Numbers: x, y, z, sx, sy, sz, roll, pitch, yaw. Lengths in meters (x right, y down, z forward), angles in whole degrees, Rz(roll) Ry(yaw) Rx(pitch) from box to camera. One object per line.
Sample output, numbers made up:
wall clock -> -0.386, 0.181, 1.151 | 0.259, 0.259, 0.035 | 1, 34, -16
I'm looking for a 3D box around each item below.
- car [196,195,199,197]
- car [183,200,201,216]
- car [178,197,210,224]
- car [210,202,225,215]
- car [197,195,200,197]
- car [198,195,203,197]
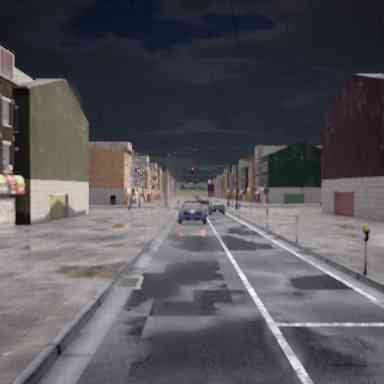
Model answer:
car -> 2.609, 2.067, 90.825 | 1.887, 1.381, 4.507 | -1, 0, 0
car -> 0.012, 1.669, 35.953 | 1.882, 1.535, 5.008 | 0, 0, 1
car -> 0.043, 1.488, 26.079 | 2.097, 1.767, 4.553 | 0, 0, 0
car -> 2.617, 1.744, 36.251 | 2.008, 1.369, 4.403 | -1, 0, 0
car -> 2.611, 2.036, 79.760 | 1.802, 1.307, 4.206 | -1, 0, 0
car -> 2.612, 1.931, 68.695 | 1.887, 1.381, 4.507 | -1, 0, 0
